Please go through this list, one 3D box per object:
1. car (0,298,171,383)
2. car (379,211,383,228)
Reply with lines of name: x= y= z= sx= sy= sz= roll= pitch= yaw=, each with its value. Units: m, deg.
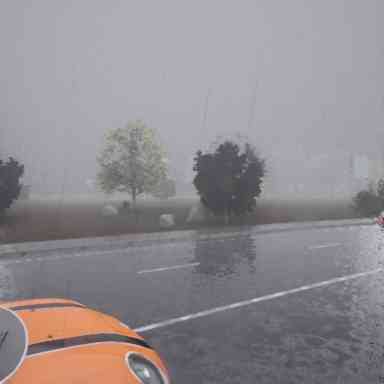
car: x=-2.314 y=1.347 z=2.032 sx=4.553 sy=1.767 sz=2.097 roll=0 pitch=0 yaw=-36
car: x=13.619 y=1.329 z=20.388 sx=4.553 sy=1.767 sz=2.097 roll=0 pitch=0 yaw=-27
